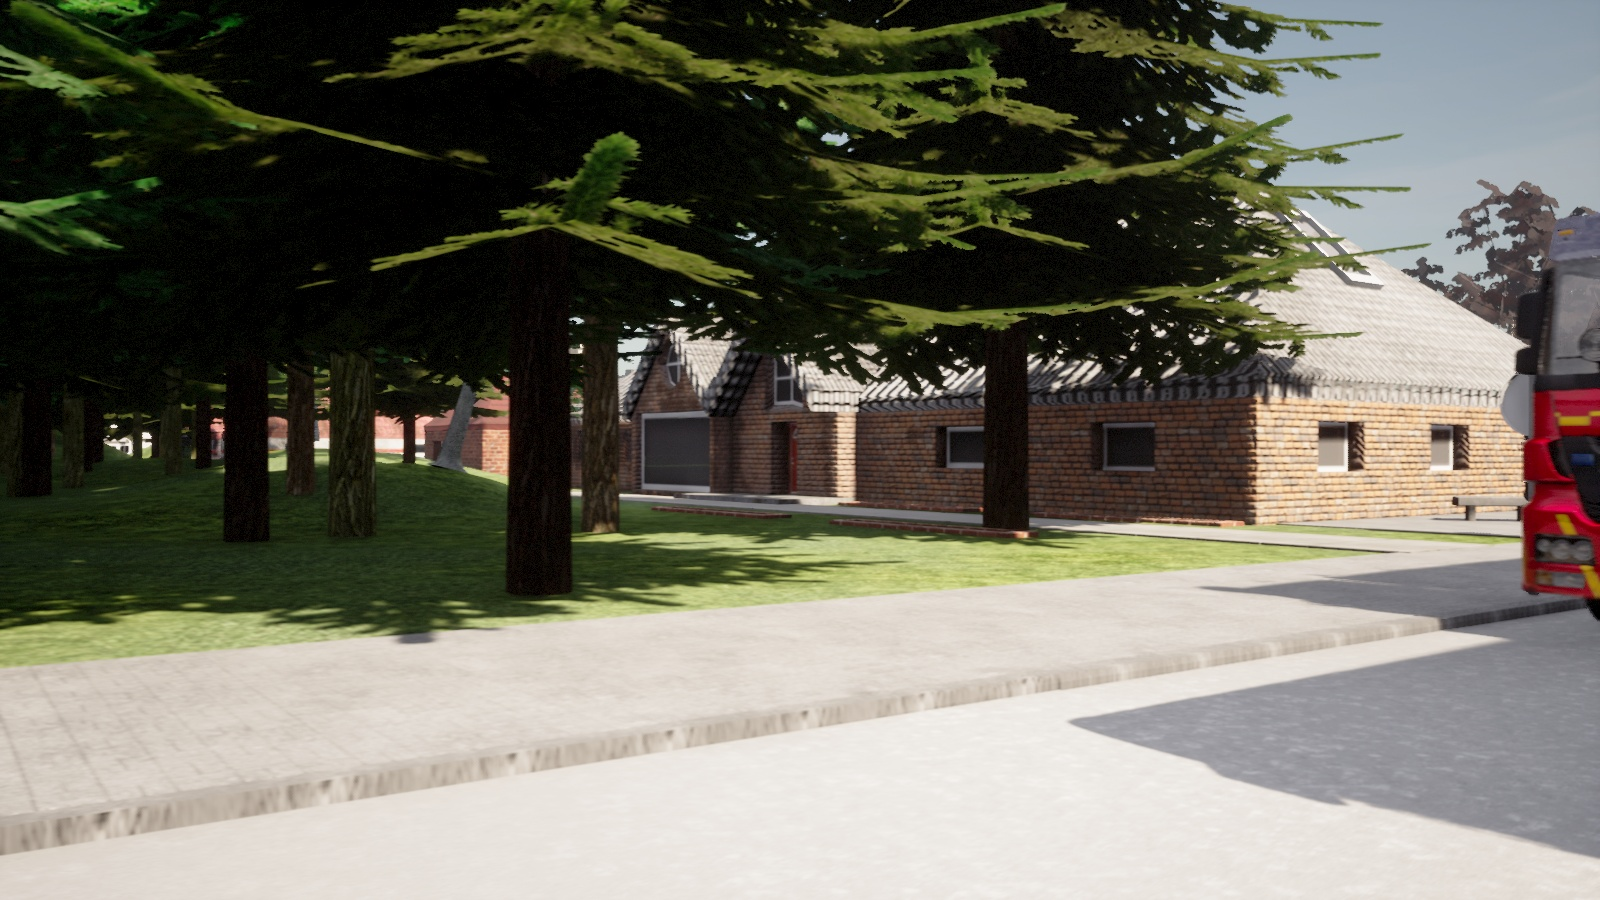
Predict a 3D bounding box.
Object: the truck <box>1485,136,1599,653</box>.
[{"bbox_3d":[9.729,-0.413,11.240,8.468,3.827,2.891,0,0,-35],"label":"truck"}]
